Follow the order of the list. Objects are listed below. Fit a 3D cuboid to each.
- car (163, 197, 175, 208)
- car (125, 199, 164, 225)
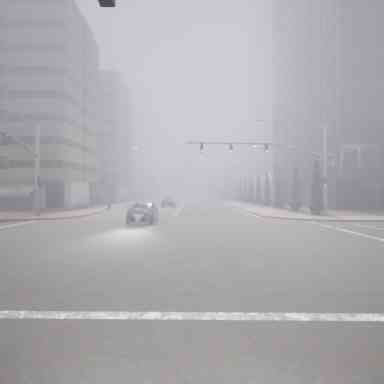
[{"bbox_3d":[-3.446,1.411,48.474,1.882,1.535,5.008,0,0,0],"label":"car"},{"bbox_3d":[-3.474,1.442,23.795,2.128,1.511,4.902,0,0,0],"label":"car"}]
